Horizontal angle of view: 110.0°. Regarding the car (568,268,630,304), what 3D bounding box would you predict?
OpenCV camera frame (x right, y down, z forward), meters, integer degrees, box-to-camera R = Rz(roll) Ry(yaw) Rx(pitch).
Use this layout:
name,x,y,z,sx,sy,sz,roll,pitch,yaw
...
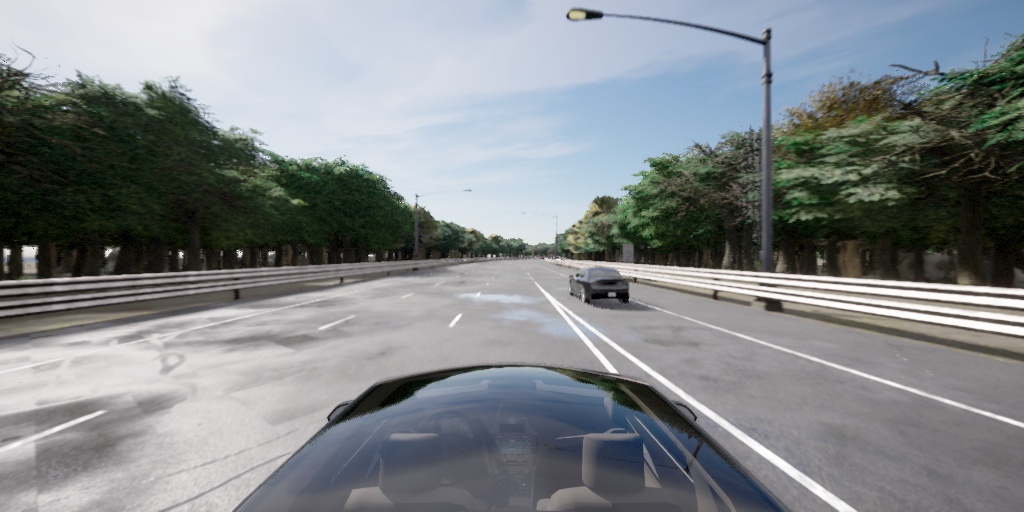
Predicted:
name,x,y,z,sx,sy,sz,roll,pitch,yaw
car,3.798,1.267,16.316,1.837,1.490,4.892,0,0,-2
